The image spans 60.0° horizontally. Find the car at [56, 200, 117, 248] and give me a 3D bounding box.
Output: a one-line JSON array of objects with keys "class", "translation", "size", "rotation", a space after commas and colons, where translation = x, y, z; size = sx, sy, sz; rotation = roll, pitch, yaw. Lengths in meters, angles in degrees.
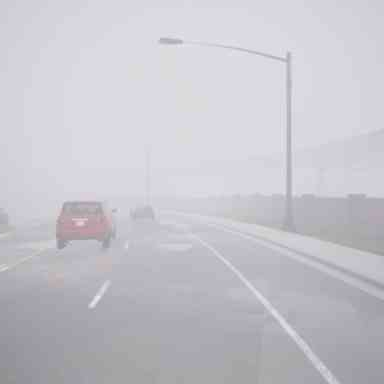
[{"class": "car", "translation": [-4.866, 1.388, 15.861], "size": [2.150, 2.045, 5.566], "rotation": [0, -1, -9]}]

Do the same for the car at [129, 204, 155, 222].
[{"class": "car", "translation": [-4.684, 1.851, 30.737], "size": [2.128, 1.511, 4.902], "rotation": [0, -1, -17]}]

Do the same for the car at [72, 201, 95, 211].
[{"class": "car", "translation": [-18.088, 2.245, 55.445], "size": [1.801, 1.575, 5.366], "rotation": [-1, -1, -40]}]

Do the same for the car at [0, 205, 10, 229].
[{"class": "car", "translation": [-13.215, 1.657, 21.038], "size": [2.097, 1.767, 4.553], "rotation": [0, -1, -13]}]
